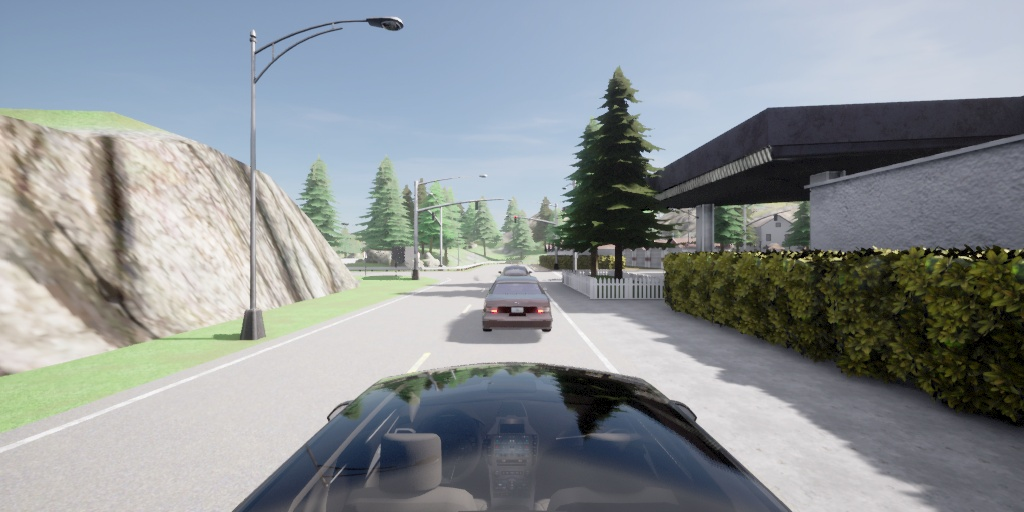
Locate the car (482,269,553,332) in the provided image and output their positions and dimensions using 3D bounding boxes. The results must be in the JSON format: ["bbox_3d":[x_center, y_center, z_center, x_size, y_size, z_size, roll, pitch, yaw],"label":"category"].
[{"bbox_3d":[0.139,1.297,10.825,2.033,1.411,5.357,0,0,0],"label":"car"}]

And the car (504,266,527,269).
[{"bbox_3d":[0.187,1.276,20.411,1.812,1.442,4.674,0,0,0],"label":"car"}]
